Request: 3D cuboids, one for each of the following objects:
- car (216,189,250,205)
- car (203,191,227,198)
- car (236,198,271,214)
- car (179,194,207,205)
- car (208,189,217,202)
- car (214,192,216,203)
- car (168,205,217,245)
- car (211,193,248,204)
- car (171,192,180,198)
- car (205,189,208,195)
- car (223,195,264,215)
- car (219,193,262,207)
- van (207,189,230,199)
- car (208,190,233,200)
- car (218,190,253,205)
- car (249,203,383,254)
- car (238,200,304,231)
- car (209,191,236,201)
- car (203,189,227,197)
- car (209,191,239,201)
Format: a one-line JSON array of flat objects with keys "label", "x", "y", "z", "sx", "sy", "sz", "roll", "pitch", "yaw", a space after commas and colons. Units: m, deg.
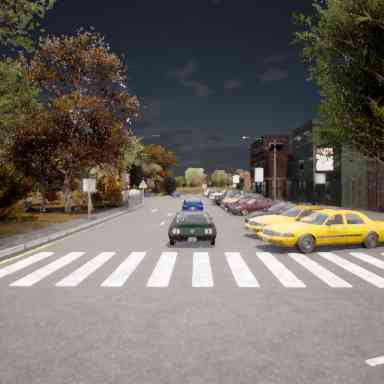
[{"label": "car", "x": 5.466, "y": 0.925, "z": 36.836, "sx": 4.553, "sy": 1.767, "sz": 2.185, "roll": 1, "pitch": 1, "yaw": -20}, {"label": "car", "x": 5.529, "y": 0.605, "z": 78.806, "sx": 5.366, "sy": 1.575, "sz": 1.946, "roll": 1, "pitch": 1, "yaw": -20}, {"label": "car", "x": 5.347, "y": 1.284, "z": 18.826, "sx": 4.892, "sy": 1.521, "sz": 2.231, "roll": 1, "pitch": 1, "yaw": -20}, {"label": "car", "x": 0.080, "y": 1.140, "z": 29.635, "sx": 1.882, "sy": 1.535, "sz": 5.008, "roll": 0, "pitch": 1, "yaw": 0}, {"label": "car", "x": 5.465, "y": 0.727, "z": 42.809, "sx": 5.566, "sy": 2.045, "sz": 2.435, "roll": 1, "pitch": 1, "yaw": -20}, {"label": "car", "x": 5.450, "y": 1.053, "z": 39.834, "sx": 4.674, "sy": 1.452, "sz": 2.002, "roll": 1, "pitch": 0, "yaw": -20}, {"label": "car", "x": 0.023, "y": 1.470, "z": 14.668, "sx": 1.895, "sy": 1.301, "sz": 4.718, "roll": 0, "pitch": 1, "yaw": 0}, {"label": "car", "x": 5.491, "y": 0.939, "z": 48.827, "sx": 4.792, "sy": 1.488, "sz": 2.163, "roll": 1, "pitch": 1, "yaw": -20}, {"label": "car", "x": -3.735, "y": 0.643, "z": 75.877, "sx": 1.812, "sy": 1.442, "sz": 4.674, "roll": 0, "pitch": 1, "yaw": 0}, {"label": "car", "x": 5.520, "y": 0.625, "z": 51.825, "sx": 5.566, "sy": 2.045, "sz": 2.435, "roll": 1, "pitch": 1, "yaw": -20}, {"label": "car", "x": 5.380, "y": 1.204, "z": 27.826, "sx": 4.674, "sy": 1.452, "sz": 2.002, "roll": 0, "pitch": 1, "yaw": -20}, {"label": "car", "x": 5.367, "y": 1.154, "z": 30.817, "sx": 4.792, "sy": 1.488, "sz": 2.163, "roll": 1, "pitch": 1, "yaw": -20}, {"label": "van", "x": 5.791, "y": 0.443, "z": 72.904, "sx": 4.442, "sy": 1.987, "sz": 1.878, "roll": 1, "pitch": 0, "yaw": -20}, {"label": "car", "x": 5.680, "y": 0.599, "z": 66.857, "sx": 4.553, "sy": 1.767, "sz": 2.185, "roll": 1, "pitch": 1, "yaw": -20}, {"label": "car", "x": 5.446, "y": 0.962, "z": 33.835, "sx": 4.553, "sy": 1.767, "sz": 2.185, "roll": 1, "pitch": 1, "yaw": -20}, {"label": "car", "x": 5.150, "y": 1.358, "z": 12.761, "sx": 5.366, "sy": 1.575, "sz": 1.946, "roll": 1, "pitch": 1, "yaw": -20}, {"label": "car", "x": 5.156, "y": 1.318, "z": 15.762, "sx": 5.366, "sy": 1.575, "sz": 1.946, "roll": 0, "pitch": 1, "yaw": -20}, {"label": "car", "x": 5.576, "y": 0.657, "z": 60.841, "sx": 4.553, "sy": 1.767, "sz": 2.185, "roll": 1, "pitch": 0, "yaw": -20}, {"label": "car", "x": 5.746, "y": 0.302, "z": 84.895, "sx": 5.566, "sy": 2.045, "sz": 2.435, "roll": 1, "pitch": 0, "yaw": -20}, {"label": "car", "x": 5.555, "y": 0.688, "z": 57.840, "sx": 4.553, "sy": 1.767, "sz": 2.185, "roll": 1, "pitch": 0, "yaw": -20}]
